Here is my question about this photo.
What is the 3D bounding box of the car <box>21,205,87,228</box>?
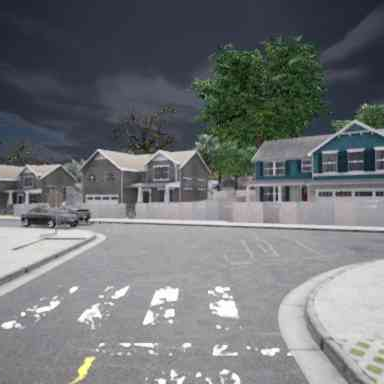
[{"bbox_3d":[-9.893,1.724,23.110,4.892,1.490,1.837,-2,-2,32],"label":"car"}]

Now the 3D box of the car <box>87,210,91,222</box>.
[{"bbox_3d":[-10.284,1.818,26.829,4.902,1.511,2.128,-2,-2,32],"label":"car"}]
